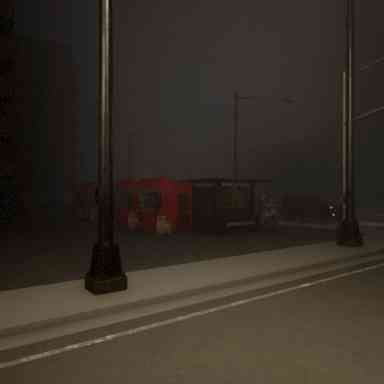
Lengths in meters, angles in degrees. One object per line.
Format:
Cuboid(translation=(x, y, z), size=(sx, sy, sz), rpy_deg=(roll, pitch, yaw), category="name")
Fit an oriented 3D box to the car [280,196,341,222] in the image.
Cuboid(translation=(10.092, 1.335, 28.047), size=(2.150, 2.045, 5.566), rpy_deg=(0, -1, -36), category="car")
